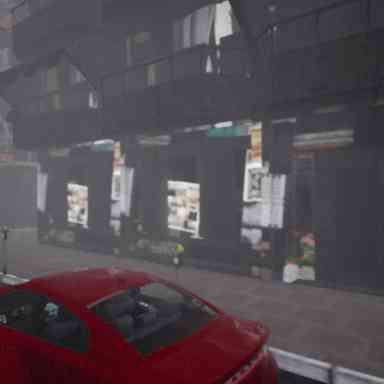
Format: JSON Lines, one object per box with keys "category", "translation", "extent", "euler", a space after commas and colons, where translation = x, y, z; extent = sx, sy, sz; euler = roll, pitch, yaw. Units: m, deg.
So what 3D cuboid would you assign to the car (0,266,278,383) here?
{"category": "car", "translation": [-1.319, 1.562, 3.817], "extent": [4.507, 1.381, 1.887], "euler": [0, 0, 36]}
